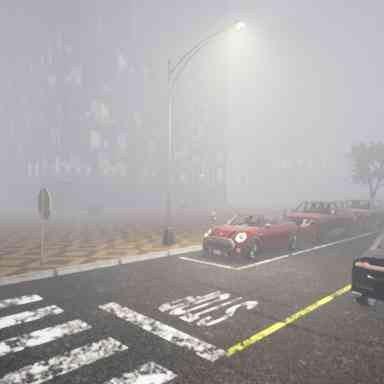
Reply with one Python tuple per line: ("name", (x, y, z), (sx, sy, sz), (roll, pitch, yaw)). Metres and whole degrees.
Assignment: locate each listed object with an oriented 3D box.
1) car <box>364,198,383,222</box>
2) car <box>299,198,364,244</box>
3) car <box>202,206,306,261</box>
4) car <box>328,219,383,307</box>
("car", (10.227, 1.318, 20.261), (5.009, 1.841, 2.192), (0, 0, -45))
("car", (6.231, 1.319, 16.271), (5.009, 1.841, 2.192), (0, 0, -45))
("car", (2.234, 1.444, 12.283), (4.097, 1.590, 1.967), (0, 0, -45))
("car", (4.989, 1.492, 7.003), (4.902, 1.511, 2.128), (0, 0, -45))
